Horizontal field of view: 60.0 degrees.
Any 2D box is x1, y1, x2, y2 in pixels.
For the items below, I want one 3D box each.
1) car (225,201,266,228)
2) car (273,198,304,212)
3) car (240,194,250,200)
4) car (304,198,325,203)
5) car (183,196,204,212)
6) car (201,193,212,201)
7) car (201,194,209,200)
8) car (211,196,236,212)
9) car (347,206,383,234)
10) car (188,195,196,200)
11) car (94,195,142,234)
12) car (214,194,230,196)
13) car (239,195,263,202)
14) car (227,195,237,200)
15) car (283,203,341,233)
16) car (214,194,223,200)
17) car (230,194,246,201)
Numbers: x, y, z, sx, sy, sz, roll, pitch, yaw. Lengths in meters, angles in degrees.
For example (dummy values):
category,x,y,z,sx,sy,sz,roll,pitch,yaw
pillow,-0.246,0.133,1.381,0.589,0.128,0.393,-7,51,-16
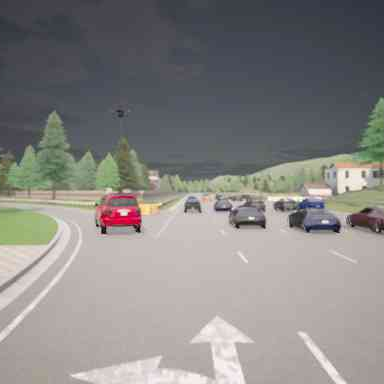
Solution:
category,x,y,z,sx,sy,sz,roll,pitch,yaw
car,3.596,1.553,22.099,1.994,1.385,4.181,0,0,0
car,10.592,1.474,37.891,2.128,1.511,4.902,0,0,0
car,13.980,1.291,87.601,1.837,1.490,4.892,0,0,0
car,14.091,1.459,39.505,1.882,1.535,5.008,0,0,0
car,0.092,1.487,37.965,1.837,1.490,4.892,0,0,0
car,3.482,1.311,77.565,2.097,1.767,4.553,0,0,0
car,3.480,1.291,87.598,1.837,1.490,4.892,0,0,0
car,3.591,1.546,38.664,1.994,1.385,4.181,0,0,0
car,10.581,1.517,18.867,1.812,1.442,4.674,0,0,0
car,-0.020,1.386,87.628,1.895,1.301,4.718,0,0,0
car,-4.441,1.212,19.644,2.150,2.045,5.566,0,0,-20
car,6.982,1.481,77.179,2.128,1.511,4.902,0,0,0
car,7.091,1.474,37.889,2.128,1.511,4.902,0,0,0
car,10.480,1.386,87.630,1.895,1.301,4.718,0,0,0
car,7.098,1.555,19.704,1.994,1.385,4.181,0,0,0
car,6.980,1.291,87.599,1.837,1.490,4.892,0,0,0
car,10.482,1.495,77.180,2.033,1.411,5.357,0,0,0
